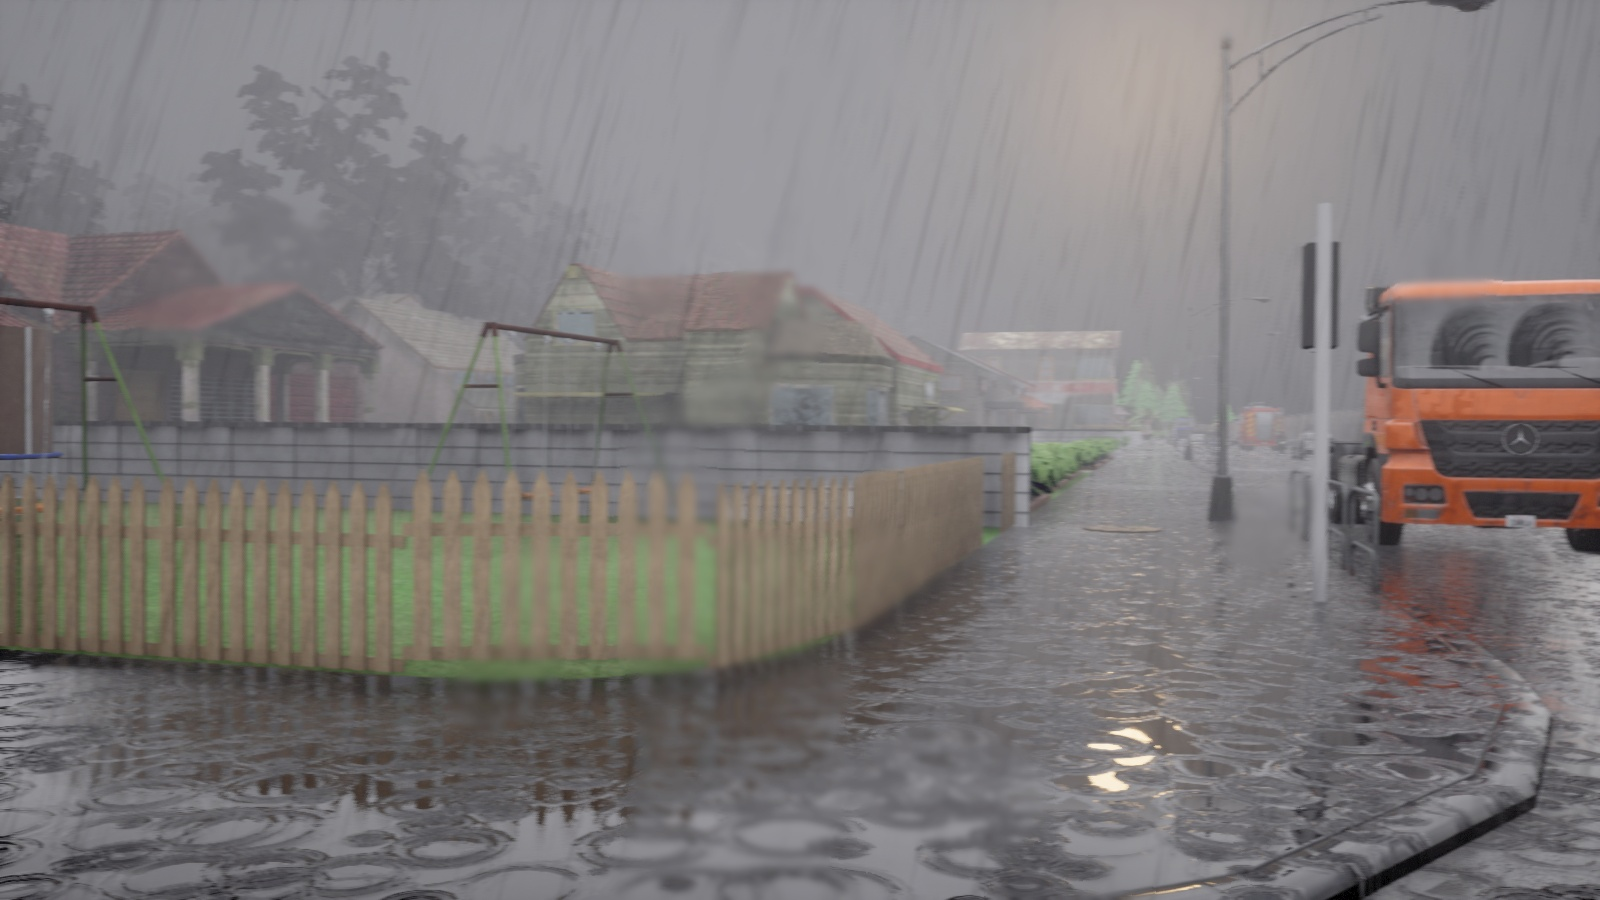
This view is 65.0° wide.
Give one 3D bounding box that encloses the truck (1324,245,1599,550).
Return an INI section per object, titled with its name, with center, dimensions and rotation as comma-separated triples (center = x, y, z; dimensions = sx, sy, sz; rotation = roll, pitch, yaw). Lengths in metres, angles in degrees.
[truck]
center = 9.665, -0.669, 18.263
dimensions = 2.891, 3.462, 7.936
rotation = 0, 1, 16

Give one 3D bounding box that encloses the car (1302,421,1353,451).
[car]
center = 27.923, -0.762, 66.579
dimensions = 2.007, 1.525, 4.514
rotation = 0, 1, 16
